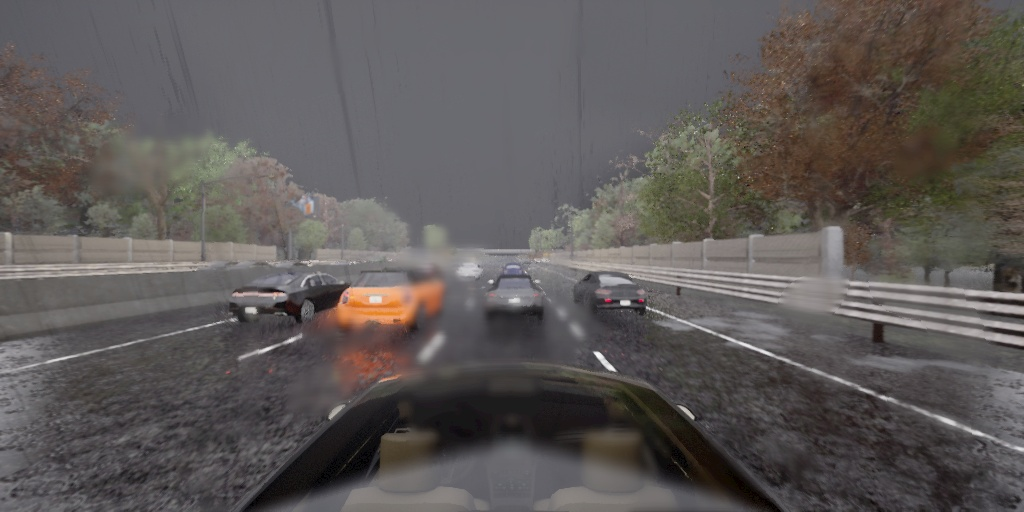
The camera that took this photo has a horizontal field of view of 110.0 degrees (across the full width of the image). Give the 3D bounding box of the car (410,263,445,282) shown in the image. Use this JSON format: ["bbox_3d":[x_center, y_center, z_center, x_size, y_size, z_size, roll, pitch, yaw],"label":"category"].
[{"bbox_3d":[-6.900,1.307,29.831,1.812,1.442,4.674,0,0,0],"label":"car"}]

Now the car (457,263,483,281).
[{"bbox_3d":[-3.415,1.307,29.860,1.812,1.442,4.674,0,0,0],"label":"car"}]

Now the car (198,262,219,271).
[{"bbox_3d":[-28.092,1.293,35.060,1.837,1.490,4.892,0,0,0],"label":"car"}]

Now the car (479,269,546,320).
[{"bbox_3d":[0.100,1.325,12.715,1.994,1.385,4.181,0,0,0],"label":"car"}]

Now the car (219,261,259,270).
[{"bbox_3d":[-24.595,1.293,33.935,1.837,1.490,4.892,0,0,0],"label":"car"}]

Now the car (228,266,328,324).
[{"bbox_3d":[-6.900,1.252,11.936,2.128,1.511,4.902,0,0,0],"label":"car"}]

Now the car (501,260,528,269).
[{"bbox_3d":[0.099,1.307,29.827,1.812,1.442,4.674,0,0,0],"label":"car"}]

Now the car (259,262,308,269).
[{"bbox_3d":[-21.094,1.292,33.939,1.837,1.490,4.892,0,0,0],"label":"car"}]

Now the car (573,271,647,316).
[{"bbox_3d":[3.501,1.284,13.389,1.812,1.442,4.674,0,0,0],"label":"car"}]

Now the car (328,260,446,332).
[{"bbox_3d":[-3.400,1.111,11.070,2.097,1.767,4.553,0,0,0],"label":"car"}]
